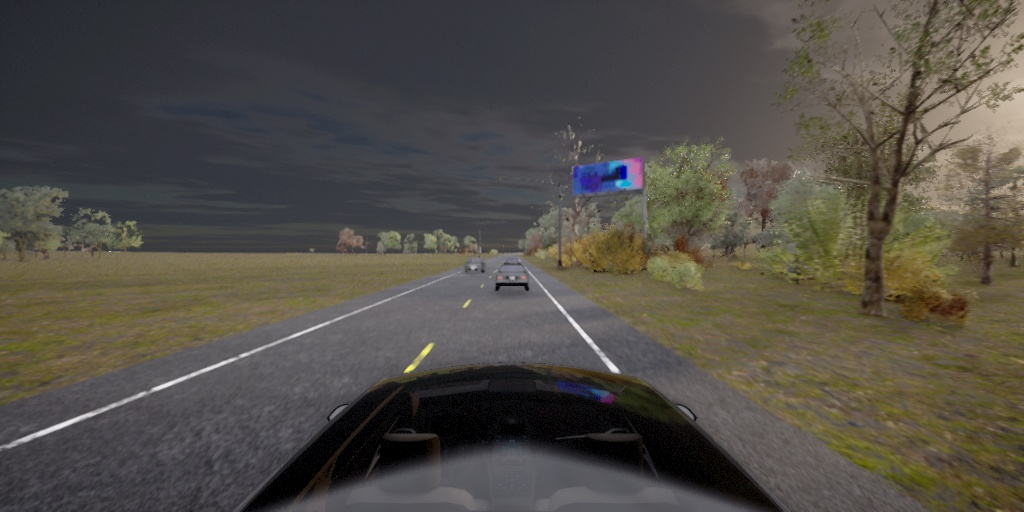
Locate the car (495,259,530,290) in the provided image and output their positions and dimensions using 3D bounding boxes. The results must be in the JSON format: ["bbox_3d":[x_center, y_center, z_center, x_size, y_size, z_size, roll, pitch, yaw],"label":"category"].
[{"bbox_3d":[0.018,1.087,20.155,2.033,1.411,5.357,0,1,0],"label":"car"}]

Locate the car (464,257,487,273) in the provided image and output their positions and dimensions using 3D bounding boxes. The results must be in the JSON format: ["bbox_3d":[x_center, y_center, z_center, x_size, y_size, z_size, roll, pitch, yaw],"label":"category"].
[{"bbox_3d":[-3.522,0.866,35.171,2.128,1.511,4.902,0,1,0],"label":"car"}]
